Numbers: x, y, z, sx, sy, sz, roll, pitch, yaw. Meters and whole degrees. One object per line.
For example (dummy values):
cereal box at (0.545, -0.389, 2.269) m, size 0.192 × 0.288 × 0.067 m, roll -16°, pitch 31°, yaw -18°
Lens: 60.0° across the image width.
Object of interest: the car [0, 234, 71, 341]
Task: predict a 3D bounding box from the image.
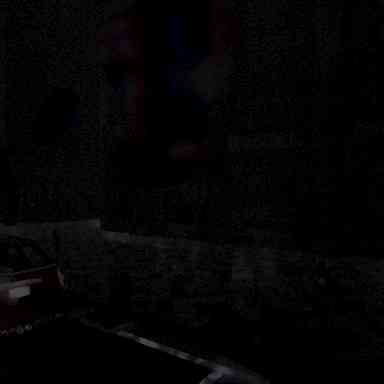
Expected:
car at (-4.007, 1.440, 5.826) m, size 4.097 × 1.590 × 1.967 m, roll 0°, pitch 0°, yaw 36°
